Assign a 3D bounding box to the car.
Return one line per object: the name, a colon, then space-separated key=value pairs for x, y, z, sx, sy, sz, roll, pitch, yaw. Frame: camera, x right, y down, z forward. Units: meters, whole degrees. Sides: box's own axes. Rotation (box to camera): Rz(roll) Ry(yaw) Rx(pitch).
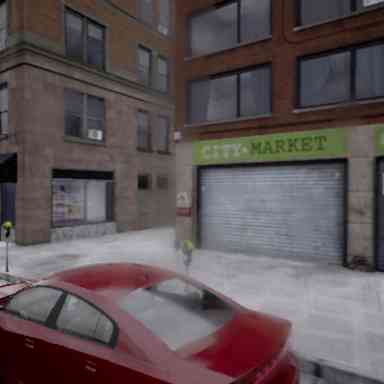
car: x=-1.115 y=1.520 z=3.850 sx=4.507 sy=1.381 sz=1.887 roll=0 pitch=1 yaw=35
